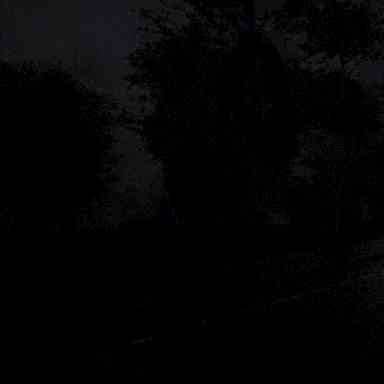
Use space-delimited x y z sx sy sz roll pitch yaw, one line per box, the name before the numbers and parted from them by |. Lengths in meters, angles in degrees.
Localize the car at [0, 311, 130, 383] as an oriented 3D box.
car | -2.891 1.547 1.621 5.357 1.411 2.033 0 0 -36
